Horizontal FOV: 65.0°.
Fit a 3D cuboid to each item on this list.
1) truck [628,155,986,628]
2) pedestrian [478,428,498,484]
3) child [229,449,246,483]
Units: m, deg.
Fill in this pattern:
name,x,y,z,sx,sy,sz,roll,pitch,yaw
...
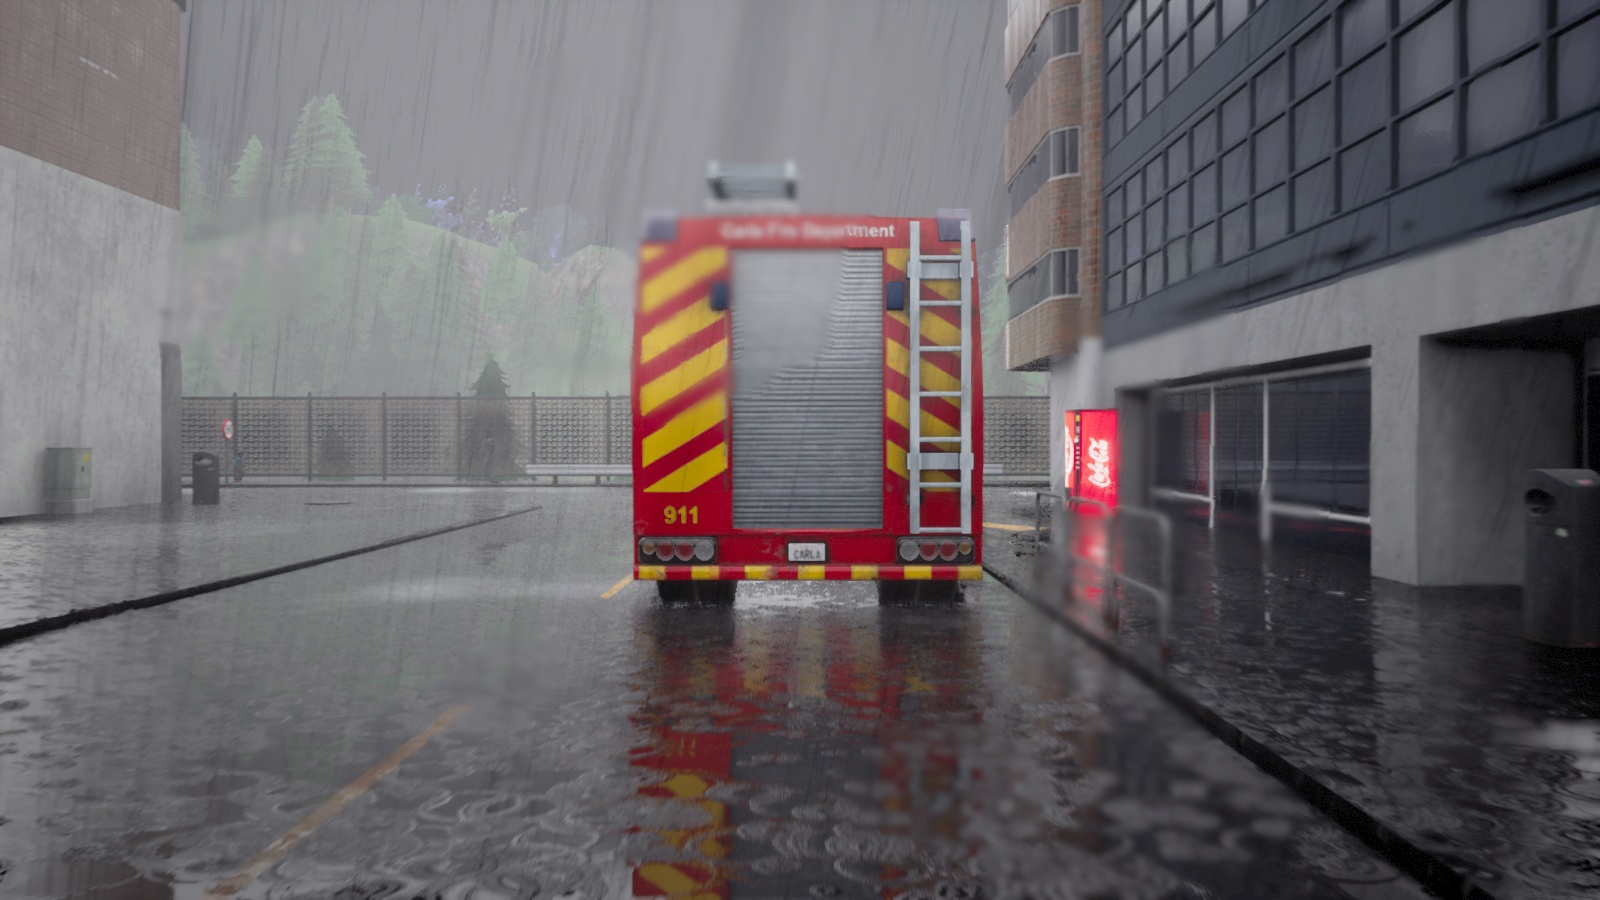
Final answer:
name,x,y,z,sx,sy,sz,roll,pitch,yaw
truck,0.069,-0.500,14.406,2.891,3.827,8.468,0,0,0
pedestrian,-10.742,0.203,43.241,0.666,1.930,0.402,0,0,-10
child,-19.786,0.571,44.196,0.448,1.192,0.343,0,0,3
